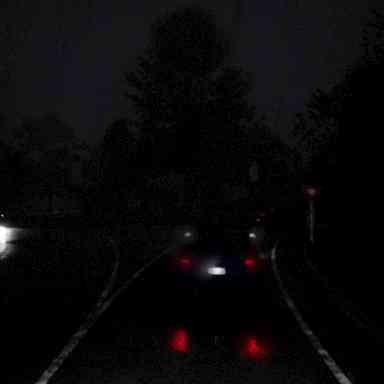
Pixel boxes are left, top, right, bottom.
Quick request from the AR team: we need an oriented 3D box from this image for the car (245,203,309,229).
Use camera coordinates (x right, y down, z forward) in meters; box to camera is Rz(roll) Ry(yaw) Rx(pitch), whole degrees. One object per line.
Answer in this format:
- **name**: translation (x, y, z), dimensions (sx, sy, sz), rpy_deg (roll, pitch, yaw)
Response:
- **car**: translation (6.439, 1.775, 24.024), dimensions (5.008, 1.535, 1.882), rpy_deg (1, -1, -36)

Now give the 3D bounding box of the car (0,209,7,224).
- **car**: translation (-16.555, 1.971, 27.404), dimensions (1.895, 1.301, 4.718), rpy_deg (1, -1, -34)

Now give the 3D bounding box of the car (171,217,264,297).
- **car**: translation (0.708, 1.547, 8.568), dimensions (1.994, 1.385, 4.181), rpy_deg (0, -1, 6)

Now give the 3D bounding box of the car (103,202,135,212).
- **car**: translation (-11.183, 2.220, 51.366), dimensions (4.902, 1.511, 2.128), rpy_deg (0, -2, -27)

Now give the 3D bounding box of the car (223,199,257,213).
- **car**: translation (7.331, 2.101, 50.105), dimensions (5.566, 2.045, 2.150), rpy_deg (-1, -2, 40)
